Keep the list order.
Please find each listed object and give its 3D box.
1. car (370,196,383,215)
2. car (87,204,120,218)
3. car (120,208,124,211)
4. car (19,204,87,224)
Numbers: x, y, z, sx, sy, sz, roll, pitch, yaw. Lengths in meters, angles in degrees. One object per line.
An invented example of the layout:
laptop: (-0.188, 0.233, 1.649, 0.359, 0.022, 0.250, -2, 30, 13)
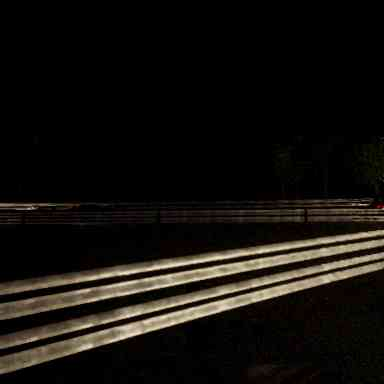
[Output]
car: (17.680, 1.283, 27.297, 5.566, 2.045, 2.150, -1, 0, 6)
car: (-10.154, 2.020, 33.501, 4.892, 1.490, 1.837, -1, 0, 6)
car: (-9.972, 2.082, 37.002, 4.718, 1.301, 1.895, -1, 0, 6)
car: (-12.796, 2.088, 30.247, 5.357, 1.411, 2.033, -1, 0, 6)
